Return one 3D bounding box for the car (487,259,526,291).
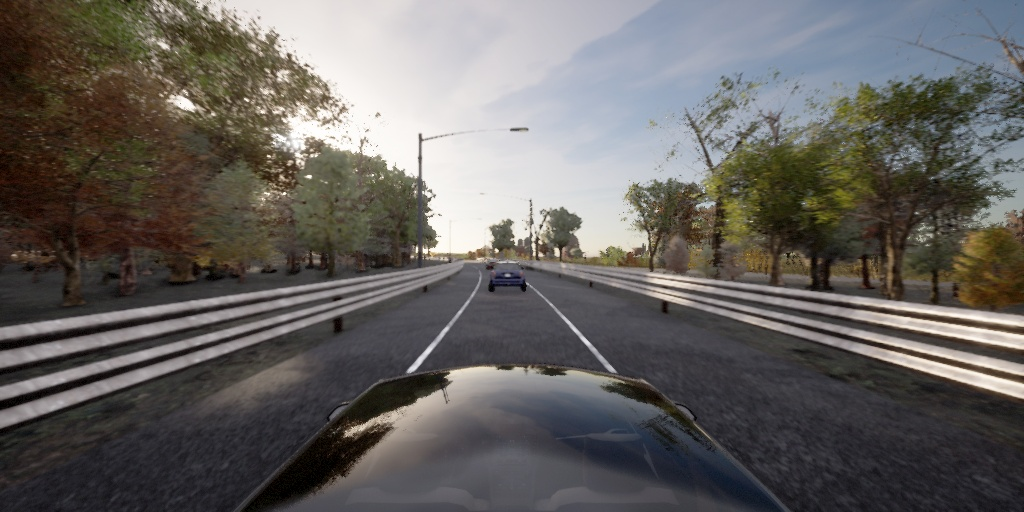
[{"bbox_3d":[-0.344,1.107,22.351,2.097,1.767,4.553,0,0,-3],"label":"car"}]

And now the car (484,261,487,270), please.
[{"bbox_3d":[-2.959,1.236,51.988,1.837,1.490,4.892,1,0,-8],"label":"car"}]
